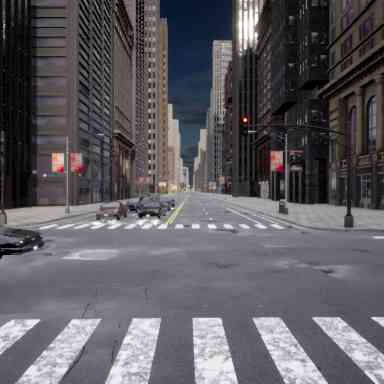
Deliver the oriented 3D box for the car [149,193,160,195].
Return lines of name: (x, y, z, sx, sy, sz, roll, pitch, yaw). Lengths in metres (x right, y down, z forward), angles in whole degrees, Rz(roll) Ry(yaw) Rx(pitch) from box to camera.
car: (-6.683, 1.175, 57.821, 2.150, 2.045, 5.566, 0, 0, 1)

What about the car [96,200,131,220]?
car: (-6.656, 1.512, 28.024, 1.812, 1.442, 4.674, 0, 0, 0)

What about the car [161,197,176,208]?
car: (-3.457, 1.514, 49.751, 2.033, 1.411, 5.357, 0, 0, 0)

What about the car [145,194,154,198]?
car: (-6.698, 1.474, 47.372, 1.837, 1.490, 4.892, 0, 0, 0)

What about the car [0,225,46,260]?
car: (-8.045, 1.549, 11.458, 5.357, 1.411, 2.033, 0, 0, 0)

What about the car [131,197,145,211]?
car: (-6.677, 1.580, 37.132, 1.895, 1.301, 4.718, 0, 0, 0)

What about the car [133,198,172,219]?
car: (-3.385, 1.533, 29.460, 2.033, 1.411, 5.357, 0, 0, 4)

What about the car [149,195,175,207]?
car: (-3.428, 1.469, 39.200, 2.128, 1.511, 4.902, 0, 0, 0)
